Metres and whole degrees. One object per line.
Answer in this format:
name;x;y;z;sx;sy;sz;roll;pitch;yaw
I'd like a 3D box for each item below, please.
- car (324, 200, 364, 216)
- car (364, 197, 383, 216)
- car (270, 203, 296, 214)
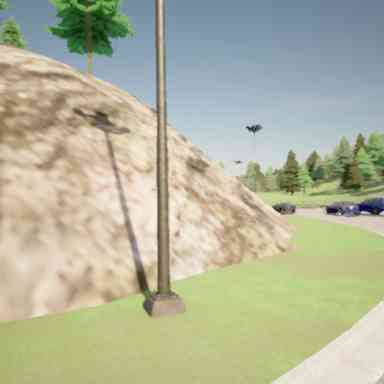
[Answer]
car;17.514;1.853;39.183;2.097;1.767;4.553;-1;-1;-7
car;21.242;1.653;38.607;2.150;2.045;5.566;0;-1;-7
car;12.701;2.213;46.595;2.128;1.511;4.902;0;-1;-13
